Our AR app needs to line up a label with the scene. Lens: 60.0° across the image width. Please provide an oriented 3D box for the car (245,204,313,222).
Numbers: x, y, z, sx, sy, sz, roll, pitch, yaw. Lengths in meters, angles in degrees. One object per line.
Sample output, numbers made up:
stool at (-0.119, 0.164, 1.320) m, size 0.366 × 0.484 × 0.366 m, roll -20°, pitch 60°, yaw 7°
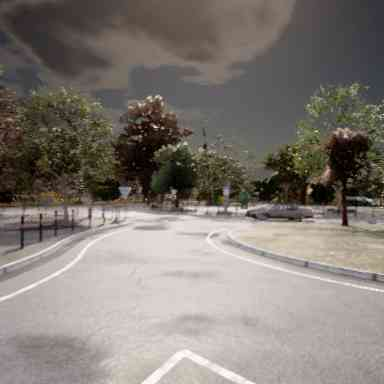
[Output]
car at (7.235, 1.694, 27.735) m, size 5.357 × 1.411 × 2.033 m, roll 1°, pitch -1°, yaw -3°

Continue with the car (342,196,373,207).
car at (32.992, 1.930, 67.848) m, size 5.566 × 2.045 × 2.435 m, roll 0°, pitch -1°, yaw 43°

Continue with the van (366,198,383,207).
van at (44.460, 2.550, 79.884) m, size 4.442 × 1.987 × 1.878 m, roll 0°, pitch -2°, yaw 43°

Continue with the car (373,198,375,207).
car at (34.794, 2.260, 69.806) m, size 4.892 × 1.521 × 2.231 m, roll 0°, pitch -1°, yaw 43°

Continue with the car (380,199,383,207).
car at (40.488, 2.548, 76.126) m, size 5.366 × 1.575 × 1.946 m, roll 0°, pitch -2°, yaw 43°

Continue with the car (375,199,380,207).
car at (36.725, 2.094, 71.833) m, size 5.566 × 2.045 × 2.435 m, roll 0°, pitch -1°, yaw 43°
